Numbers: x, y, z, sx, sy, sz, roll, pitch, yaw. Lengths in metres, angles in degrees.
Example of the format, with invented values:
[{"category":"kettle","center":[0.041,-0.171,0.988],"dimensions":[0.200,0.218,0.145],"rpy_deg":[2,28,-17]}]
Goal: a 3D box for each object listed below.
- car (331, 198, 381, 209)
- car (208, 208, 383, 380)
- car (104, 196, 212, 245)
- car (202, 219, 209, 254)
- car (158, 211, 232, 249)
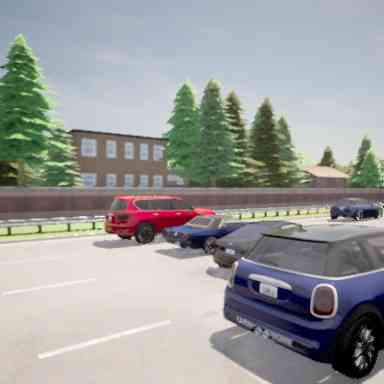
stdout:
[{"category":"car","center":[12.772,1.252,25.759],"dimensions":[4.553,1.767,2.097],"rpy_deg":[0,0,-36]},{"category":"car","center":[2.760,1.331,5.716],"dimensions":[4.553,1.767,2.097],"rpy_deg":[0,0,-36]},{"category":"car","center":[-1.302,1.191,15.715],"dimensions":[5.566,2.045,2.150],"rpy_deg":[0,0,-36]},{"category":"car","center":[2.643,1.533,9.930],"dimensions":[4.181,1.385,1.994],"rpy_deg":[0,0,-36]},{"category":"car","center":[1.287,1.567,13.265],"dimensions":[4.718,1.301,1.895],"rpy_deg":[0,0,-36]}]
